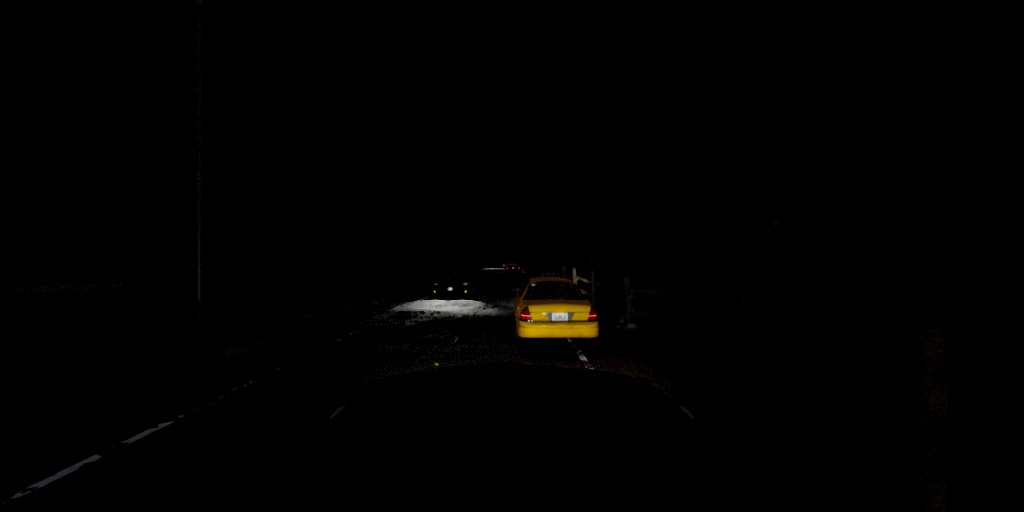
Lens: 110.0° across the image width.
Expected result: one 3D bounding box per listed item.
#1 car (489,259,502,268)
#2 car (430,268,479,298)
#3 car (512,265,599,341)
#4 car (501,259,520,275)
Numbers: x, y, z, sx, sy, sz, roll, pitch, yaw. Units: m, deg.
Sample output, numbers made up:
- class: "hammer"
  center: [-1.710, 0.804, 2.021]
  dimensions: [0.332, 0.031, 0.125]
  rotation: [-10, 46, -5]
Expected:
- class: "car"
  center: [-2.763, 1.336, 60.393]
  dimensions: [1.994, 1.385, 4.181]
  rotation: [0, 0, 0]
- class: "car"
  center: [-2.830, 1.312, 18.397]
  dimensions: [1.994, 1.385, 4.181]
  rotation: [0, 0, 0]
- class: "car"
  center: [0.972, 1.204, 9.814]
  dimensions: [1.801, 1.575, 5.366]
  rotation: [0, 0, 0]
- class: "car"
  center: [0.125, 1.303, 39.701]
  dimensions: [2.033, 1.411, 5.357]
  rotation: [0, 0, 0]
